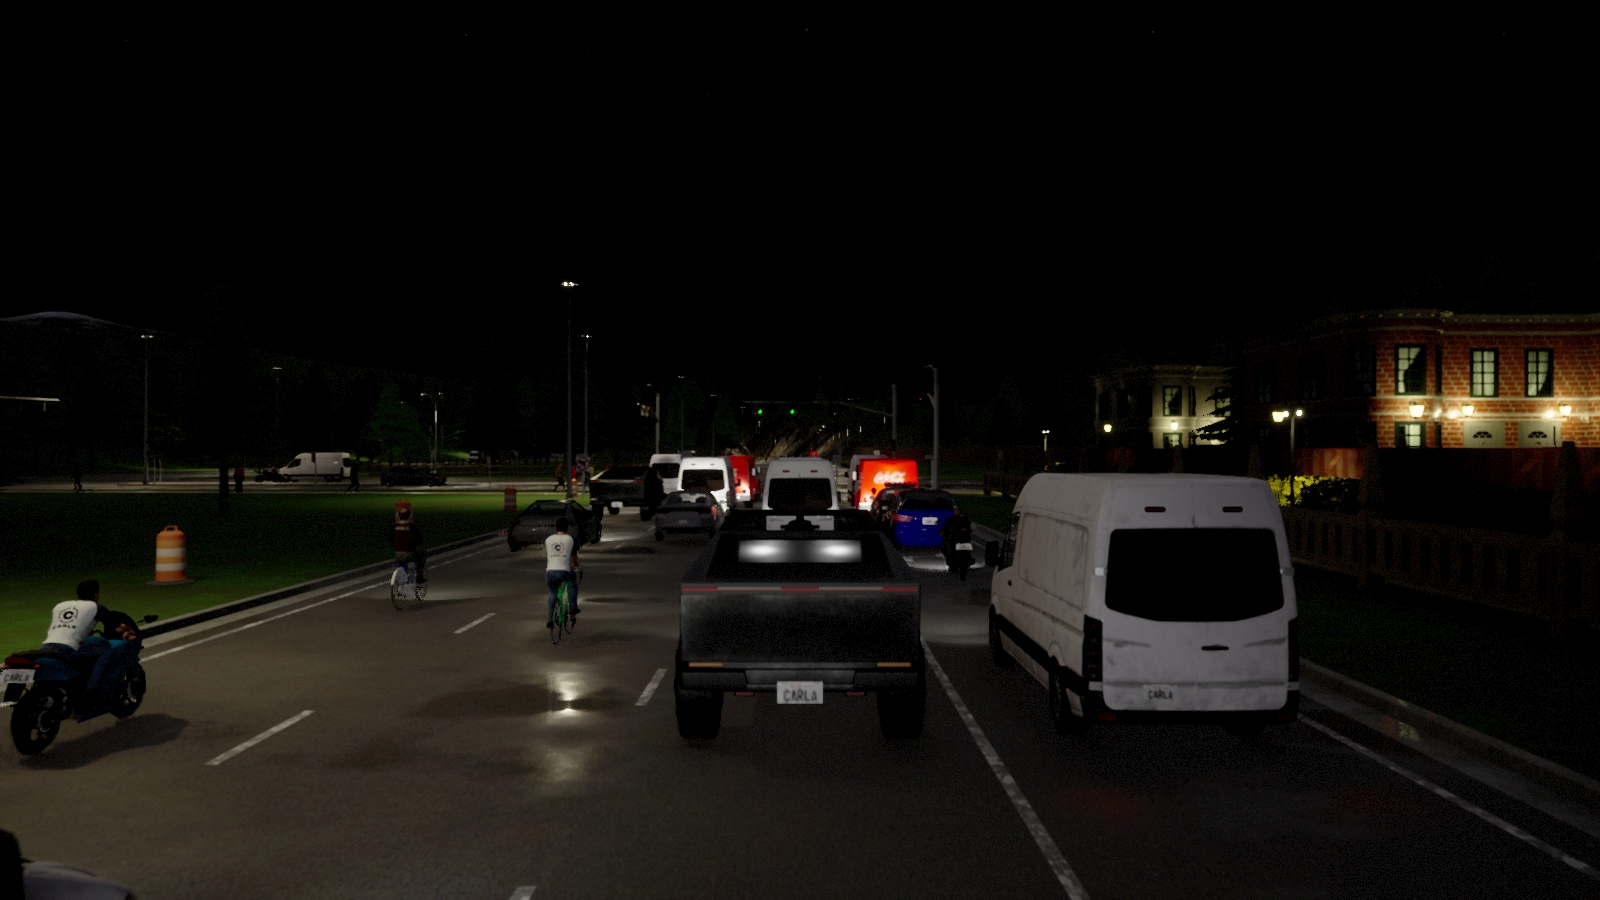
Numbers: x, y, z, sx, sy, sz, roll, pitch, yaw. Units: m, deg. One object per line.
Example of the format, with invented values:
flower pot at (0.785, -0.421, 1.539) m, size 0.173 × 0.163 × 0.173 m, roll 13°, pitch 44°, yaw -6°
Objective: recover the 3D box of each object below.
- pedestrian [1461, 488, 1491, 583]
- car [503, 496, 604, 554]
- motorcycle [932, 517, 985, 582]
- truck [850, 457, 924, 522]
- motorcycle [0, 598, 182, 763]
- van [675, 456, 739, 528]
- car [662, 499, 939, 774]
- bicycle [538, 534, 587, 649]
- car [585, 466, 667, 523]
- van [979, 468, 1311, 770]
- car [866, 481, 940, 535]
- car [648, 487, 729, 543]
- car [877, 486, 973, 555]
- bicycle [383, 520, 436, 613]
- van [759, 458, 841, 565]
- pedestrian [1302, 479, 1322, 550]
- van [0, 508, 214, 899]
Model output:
pedestrian at (13.372, 1.688, 22.598) m, size 0.375 × 1.860 × 0.375 m, roll 0°, pitch 0°, yaw 0°
car at (-7.005, 2.107, 32.913) m, size 1.994 × 1.385 × 4.181 m, roll 0°, pitch 0°, yaw 0°
motorcycle at (3.501, 2.196, 25.448) m, size 0.867 × 1.251 × 2.209 m, roll 0°, pitch 0°, yaw 0°
truck at (3.499, 1.559, 47.029) m, size 2.627 × 2.467 × 5.204 m, roll 0°, pitch 1°, yaw 0°
motorcycle at (-6.999, 2.182, 11.185) m, size 0.803 × 1.199 × 2.033 m, roll 0°, pitch 0°, yaw 0°
van at (-3.504, 1.519, 43.979) m, size 1.988 × 2.561 × 5.915 m, roll 0°, pitch 0°, yaw 0°
car at (0.001, 1.749, 12.996) m, size 2.390 × 2.098 × 6.274 m, roll 0°, pitch 0°, yaw 0°
bicycle at (-3.499, 2.050, 16.896) m, size 0.373 × 1.496 × 1.643 m, roll 0°, pitch 0°, yaw 0°
car at (-7.000, 1.737, 46.786) m, size 2.390 × 2.098 × 6.274 m, roll 0°, pitch 0°, yaw 0°
van at (3.497, 1.530, 13.009) m, size 1.988 × 2.561 × 5.915 m, roll 0°, pitch 0°, yaw 0°
car at (3.501, 1.968, 39.788) m, size 2.097 × 1.638 × 5.238 m, roll 0°, pitch 0°, yaw 0°
car at (-3.495, 2.021, 36.691) m, size 2.097 × 1.535 × 5.006 m, roll 0°, pitch 0°, yaw 0°
car at (3.501, 1.956, 32.826) m, size 2.242 × 1.667 × 4.611 m, roll 0°, pitch 0°, yaw 0°
bicycle at (-7.005, 2.052, 20.557) m, size 0.329 × 1.471 × 1.835 m, roll 0°, pitch 1°, yaw 0°
van at (-0.003, 1.523, 30.754) m, size 1.988 × 2.561 × 5.915 m, roll 0°, pitch 0°, yaw 0°
pedestrian at (13.450, 1.685, 30.019) m, size 0.375 × 1.860 × 0.375 m, roll 0°, pitch 0°, yaw 1°
van at (-3.505, 1.533, 1.940) m, size 1.988 × 2.561 × 5.915 m, roll 0°, pitch 0°, yaw 0°
